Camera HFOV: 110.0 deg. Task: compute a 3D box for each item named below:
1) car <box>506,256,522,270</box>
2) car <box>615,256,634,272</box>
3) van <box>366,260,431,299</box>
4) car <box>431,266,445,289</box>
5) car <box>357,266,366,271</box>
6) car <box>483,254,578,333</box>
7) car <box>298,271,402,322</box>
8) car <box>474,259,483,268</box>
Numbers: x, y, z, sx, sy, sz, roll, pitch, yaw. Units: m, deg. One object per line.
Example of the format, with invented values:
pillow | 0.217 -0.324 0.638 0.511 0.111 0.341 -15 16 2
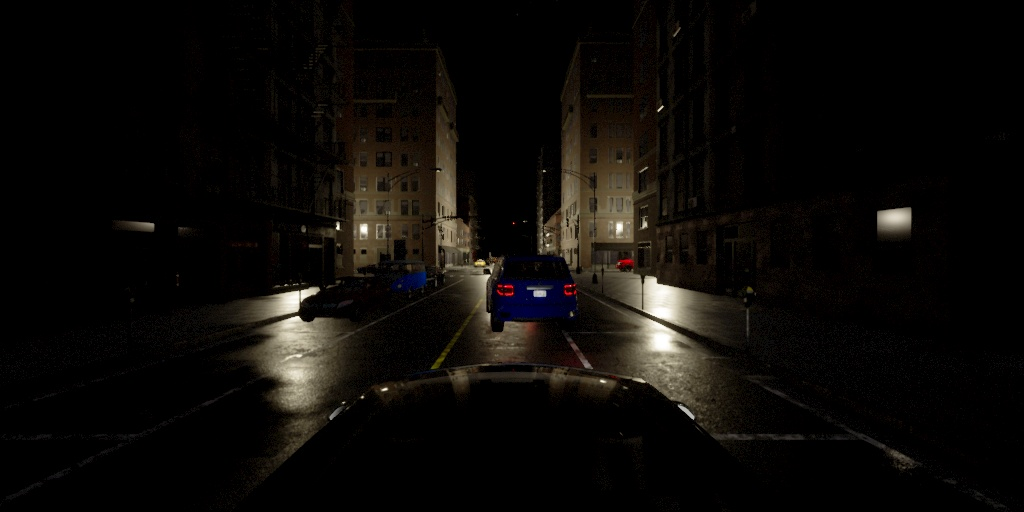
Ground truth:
car | 0.311 0.967 54.845 2.150 2.045 5.566 0 0 -3
car | 15.327 0.875 43.024 5.566 2.045 2.150 0 0 0
van | -5.394 1.089 17.566 1.690 1.789 3.998 0 0 0
car | -5.394 1.298 22.972 2.007 1.370 4.403 0 0 0
car | -14.592 1.421 40.023 4.718 1.301 1.895 0 0 0
car | 0.359 0.971 11.002 2.150 2.045 5.566 0 0 -6
car | -5.395 1.331 12.159 1.802 1.307 4.207 0 0 0
car | -5.396 1.270 60.765 1.751 1.417 4.829 0 0 0
